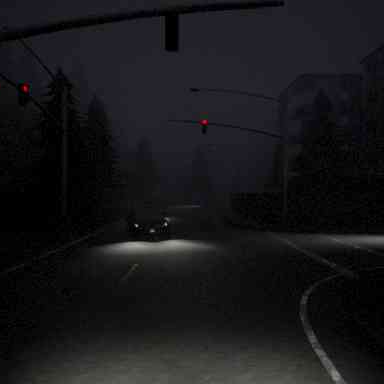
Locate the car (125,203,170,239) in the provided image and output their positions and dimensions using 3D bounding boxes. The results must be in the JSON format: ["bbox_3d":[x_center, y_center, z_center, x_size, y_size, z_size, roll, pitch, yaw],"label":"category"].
[{"bbox_3d":[-2.498,1.525,17.560,1.812,1.442,4.674,0,0,-17],"label":"car"}]

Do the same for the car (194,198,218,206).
[{"bbox_3d":[2.345,1.601,54.555,1.895,1.301,4.718,0,0,35],"label":"car"}]

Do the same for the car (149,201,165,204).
[{"bbox_3d":[-3.476,1.547,32.086,2.033,1.411,5.357,0,0,1],"label":"car"}]
